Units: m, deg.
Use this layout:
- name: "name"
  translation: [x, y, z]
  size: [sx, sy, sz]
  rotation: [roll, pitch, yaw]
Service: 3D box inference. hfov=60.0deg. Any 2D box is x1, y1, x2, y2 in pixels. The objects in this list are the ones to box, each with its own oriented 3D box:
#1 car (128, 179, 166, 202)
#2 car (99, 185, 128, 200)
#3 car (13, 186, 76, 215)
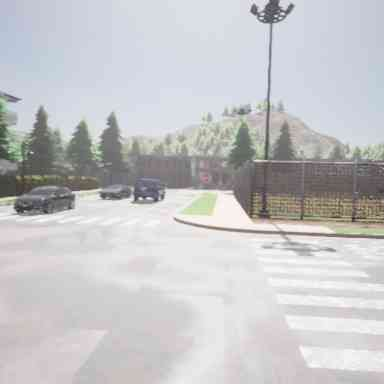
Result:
- name: "car"
  translation: [-3.908, -0.187, 31.288]
  size: [2.150, 2.045, 5.566]
  rotation: [2, 2, 5]
- name: "car"
  translation: [-7.444, -0.033, 33.122]
  size: [2.033, 1.411, 5.357]
  rotation: [2, 2, 5]
- name: "car"
  translation: [-8.643, 0.422, 19.989]
  size: [1.837, 1.490, 4.892]
  rotation: [2, 2, 5]
